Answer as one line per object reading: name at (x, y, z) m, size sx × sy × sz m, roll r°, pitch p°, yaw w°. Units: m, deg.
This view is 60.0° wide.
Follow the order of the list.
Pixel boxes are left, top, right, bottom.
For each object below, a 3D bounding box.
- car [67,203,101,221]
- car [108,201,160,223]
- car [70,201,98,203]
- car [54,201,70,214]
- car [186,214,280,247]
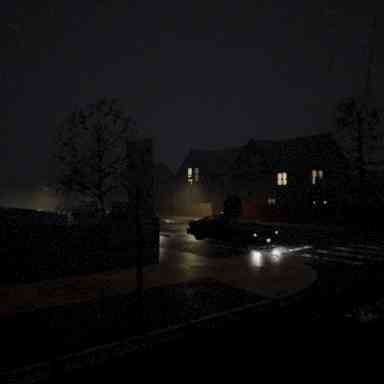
car at (-11.274, 2.280, 35.200) m, size 1.882 × 1.535 × 5.008 m, roll -1°, pitch -1°, yaw -36°
car at (-4.673, 1.757, 25.959) m, size 2.150 × 2.045 × 5.566 m, roll -1°, pitch -1°, yaw -36°
car at (-13.741, 2.173, 43.595) m, size 2.150 × 2.045 × 5.566 m, roll -1°, pitch -1°, yaw -35°
car at (-19.932, 2.425, 52.171) m, size 2.150 × 2.045 × 5.566 m, roll -1°, pitch -1°, yaw -36°
car at (1.836, 1.816, 16.875) m, size 2.033 × 1.411 × 5.357 m, roll -1°, pitch -1°, yaw -36°
